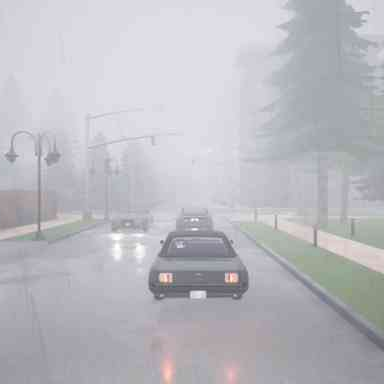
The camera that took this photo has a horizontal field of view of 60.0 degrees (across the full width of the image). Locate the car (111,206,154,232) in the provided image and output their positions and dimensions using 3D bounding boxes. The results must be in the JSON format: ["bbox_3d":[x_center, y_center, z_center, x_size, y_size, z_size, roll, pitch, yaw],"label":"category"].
[{"bbox_3d":[-3.471,1.566,19.933,1.994,1.385,4.181,0,0,0],"label":"car"}]

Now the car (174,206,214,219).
[{"bbox_3d":[0.130,1.505,17.603,1.837,1.490,4.892,0,0,0],"label":"car"}]

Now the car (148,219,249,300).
[{"bbox_3d":[0.118,1.601,8.341,1.895,1.301,4.718,0,0,0],"label":"car"}]
